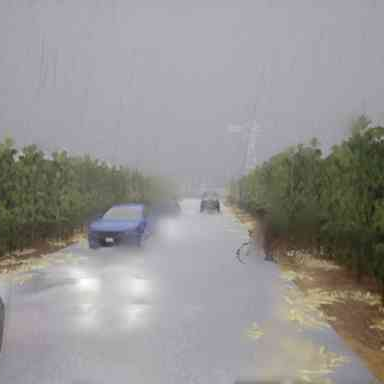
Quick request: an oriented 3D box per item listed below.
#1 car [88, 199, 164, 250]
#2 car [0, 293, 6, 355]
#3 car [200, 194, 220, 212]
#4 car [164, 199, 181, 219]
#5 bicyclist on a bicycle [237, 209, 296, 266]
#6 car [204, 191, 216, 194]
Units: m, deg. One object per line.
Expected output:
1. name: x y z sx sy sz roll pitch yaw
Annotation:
1. car: -2.562 1.234 13.407 1.882 1.535 5.008 0 2 3
2. car: -3.187 1.477 1.958 1.837 1.490 4.892 0 1 3
3. car: 1.826 1.199 33.456 1.882 1.535 5.008 0 0 3
4. car: -1.899 1.230 25.461 2.033 1.411 5.357 0 0 3
5. bicyclist on a bicycle: 2.105 1.309 9.415 1.656 1.620 0.582 0 1 3
6. car: 2.574 0.875 47.316 2.150 2.045 5.566 0 0 3
